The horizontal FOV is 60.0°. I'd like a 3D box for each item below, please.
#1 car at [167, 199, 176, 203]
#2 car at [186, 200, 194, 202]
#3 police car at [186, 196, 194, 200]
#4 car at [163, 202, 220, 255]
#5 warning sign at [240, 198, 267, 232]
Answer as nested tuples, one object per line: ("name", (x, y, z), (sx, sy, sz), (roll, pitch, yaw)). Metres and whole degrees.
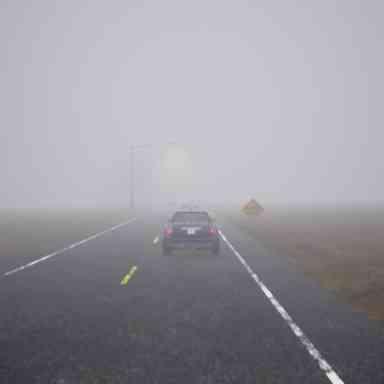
("car", (-4.410, 2.215, 71.583), (1.882, 1.535, 5.008), (0, -1, -1))
("car", (-0.148, 1.781, 29.312), (2.128, 1.511, 4.902), (0, 0, 0))
("police car", (-0.354, 2.363, 89.116), (1.930, 1.638, 5.238), (0, -1, -2))
("car", (-0.032, 1.487, 14.091), (2.097, 1.767, 4.553), (0, -1, 0))
("warning sign", (3.482, 1.300, 18.978), (1.300, 1.860, 1.060), (0, -1, 0))
